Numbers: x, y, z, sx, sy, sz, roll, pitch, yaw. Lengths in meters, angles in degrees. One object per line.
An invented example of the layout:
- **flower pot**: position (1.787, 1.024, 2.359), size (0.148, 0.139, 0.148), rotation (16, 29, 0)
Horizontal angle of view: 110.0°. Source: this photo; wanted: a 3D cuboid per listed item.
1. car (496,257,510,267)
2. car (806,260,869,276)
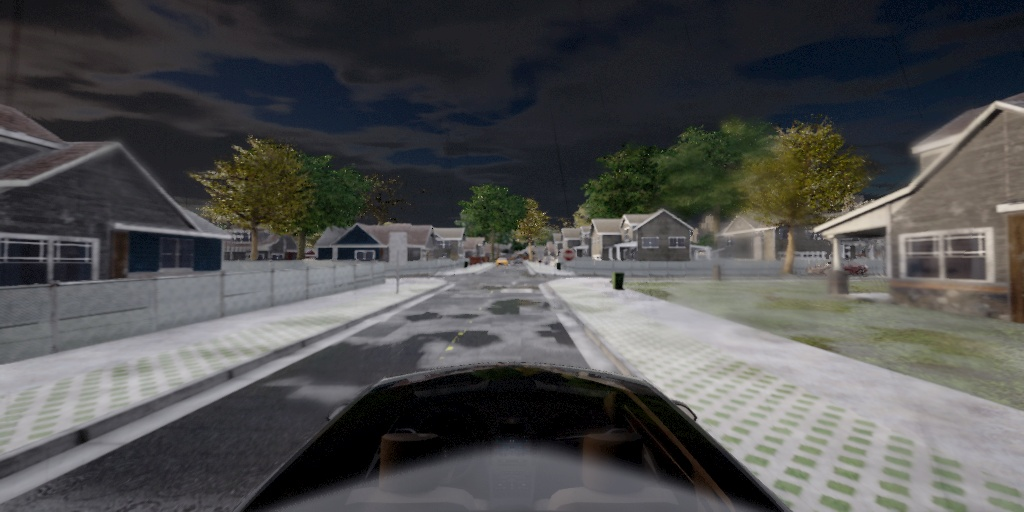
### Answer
- **car**: position (-1.698, 1.062, 62.315), size (1.882, 1.535, 5.008), rotation (0, 0, 2)
- **car**: position (29.205, 1.082, 32.218), size (4.674, 1.442, 1.812), rotation (0, -1, 1)
